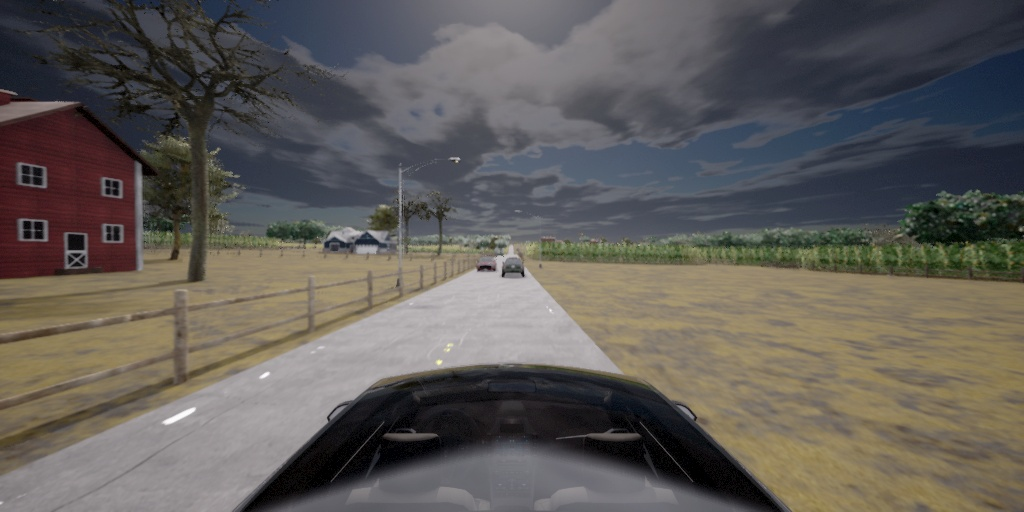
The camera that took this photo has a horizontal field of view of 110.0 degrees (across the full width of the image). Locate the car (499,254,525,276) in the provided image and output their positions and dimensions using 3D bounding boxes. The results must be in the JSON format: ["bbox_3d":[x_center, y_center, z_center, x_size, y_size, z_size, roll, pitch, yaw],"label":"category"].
[{"bbox_3d":[0.108,0.927,34.419,2.097,1.767,4.553,0,1,0],"label":"car"}]

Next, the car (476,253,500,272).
[{"bbox_3d":[-2.824,0.841,40.607,2.097,1.767,4.553,0,1,0],"label":"car"}]
